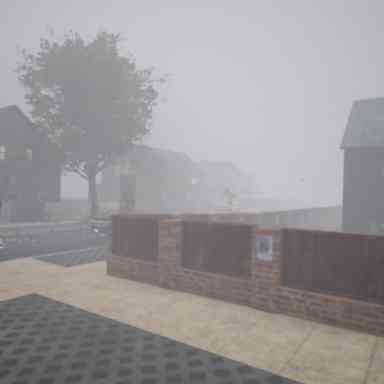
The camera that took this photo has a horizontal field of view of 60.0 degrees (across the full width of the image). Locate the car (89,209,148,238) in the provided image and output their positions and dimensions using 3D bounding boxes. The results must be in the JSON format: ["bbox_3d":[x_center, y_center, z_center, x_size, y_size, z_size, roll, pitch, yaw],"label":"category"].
[{"bbox_3d":[-3.210,1.671,17.952,2.128,1.511,4.902,2,0,35],"label":"car"}]
